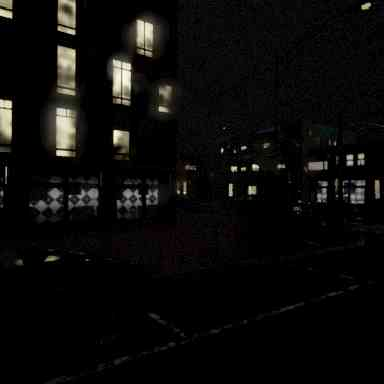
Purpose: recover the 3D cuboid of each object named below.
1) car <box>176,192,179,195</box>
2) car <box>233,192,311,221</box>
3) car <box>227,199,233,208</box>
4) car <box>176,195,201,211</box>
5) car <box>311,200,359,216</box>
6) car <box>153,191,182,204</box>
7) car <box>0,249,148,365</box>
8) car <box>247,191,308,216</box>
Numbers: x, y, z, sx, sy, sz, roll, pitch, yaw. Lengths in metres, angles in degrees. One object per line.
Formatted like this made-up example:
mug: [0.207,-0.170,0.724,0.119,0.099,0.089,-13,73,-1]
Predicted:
car: [-0.614,1.101,47.633,2.008,1.369,4.403,1,0,-36]
car: [5.802,1.101,24.801,2.192,1.841,5.009,1,0,-36]
car: [5.966,1.130,38.703,1.967,1.590,4.097,1,0,-36]
car: [-0.783,1.230,33.732,1.802,1.307,4.206,1,0,-36]
car: [12.543,1.371,29.771,1.887,1.381,4.507,1,0,-36]
car: [-3.898,0.793,52.097,2.192,1.841,5.009,1,0,-36]
car: [-2.695,1.566,4.633,4.313,1.339,1.947,0,0,-36]
car: [7.952,0.985,31.486,2.150,2.045,5.566,0,0,-35]
